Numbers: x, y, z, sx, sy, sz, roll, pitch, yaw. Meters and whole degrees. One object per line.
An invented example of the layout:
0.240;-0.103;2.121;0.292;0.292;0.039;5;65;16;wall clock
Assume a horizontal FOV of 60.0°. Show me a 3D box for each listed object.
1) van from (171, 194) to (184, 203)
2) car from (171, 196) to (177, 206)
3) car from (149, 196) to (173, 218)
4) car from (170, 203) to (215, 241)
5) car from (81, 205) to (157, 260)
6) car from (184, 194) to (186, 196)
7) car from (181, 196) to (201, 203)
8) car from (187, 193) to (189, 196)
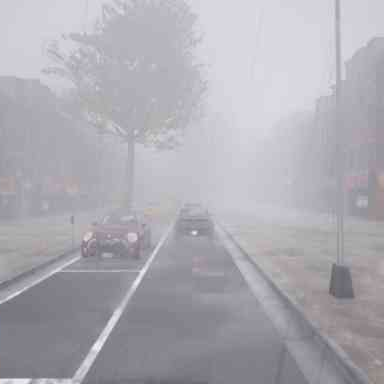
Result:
-2.600;1.372;51.053;1.690;1.788;3.998;2;0;0;van
-3.005;1.491;36.831;1.882;1.535;5.008;0;0;0;car
-3.017;1.464;30.019;1.801;1.575;5.366;0;0;0;car
0.100;1.506;16.777;1.837;1.490;4.892;0;0;0;car
-2.611;1.441;12.308;1.967;1.590;4.097;2;0;0;car
-2.603;1.614;62.124;1.947;1.339;4.313;2;0;0;car
0.106;1.488;33.770;1.882;1.535;5.008;0;0;0;car
-2.592;1.407;84.264;2.192;1.841;5.009;1;0;0;car
